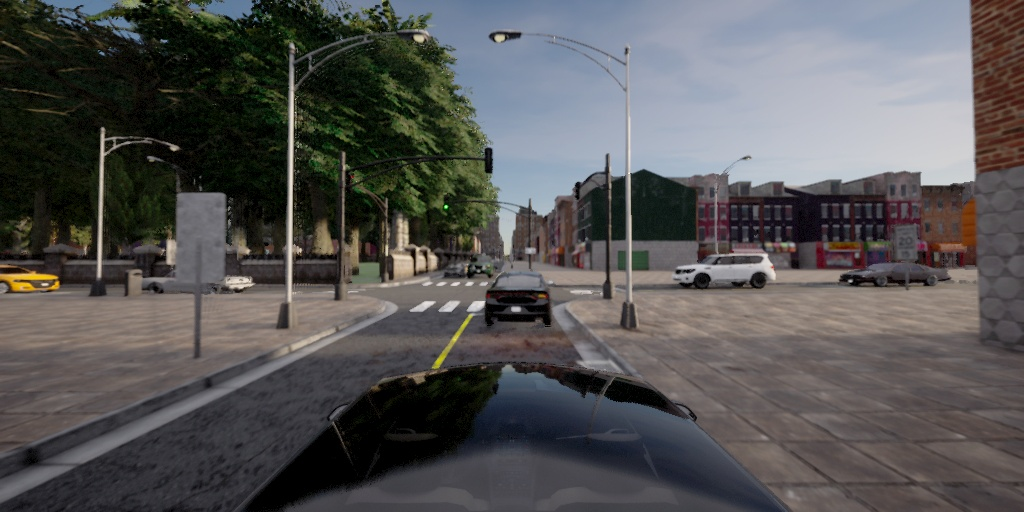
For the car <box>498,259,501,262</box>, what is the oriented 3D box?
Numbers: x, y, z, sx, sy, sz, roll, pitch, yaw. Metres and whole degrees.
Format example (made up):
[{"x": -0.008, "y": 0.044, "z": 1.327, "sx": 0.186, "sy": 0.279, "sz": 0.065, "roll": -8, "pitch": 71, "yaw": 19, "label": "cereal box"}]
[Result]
[{"x": -3.119, "y": 1.317, "z": 54.977, "sx": 2.033, "sy": 1.411, "sz": 5.357, "roll": 0, "pitch": 0, "yaw": 0, "label": "car"}]

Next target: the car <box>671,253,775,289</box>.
[{"x": 12.653, "y": 0.883, "z": 21.616, "sx": 5.566, "sy": 2.045, "sz": 2.150, "roll": -1, "pitch": -1, "yaw": 0, "label": "car"}]

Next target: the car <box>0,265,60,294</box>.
[{"x": -26.540, "y": 1.193, "z": 18.459, "sx": 5.008, "sy": 1.535, "sz": 1.882, "roll": 0, "pitch": -1, "yaw": 0, "label": "car"}]

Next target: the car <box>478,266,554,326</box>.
[{"x": 0.335, "y": 1.220, "z": 11.733, "sx": 1.882, "sy": 1.535, "sz": 5.008, "roll": 0, "pitch": 0, "yaw": 5, "label": "car"}]

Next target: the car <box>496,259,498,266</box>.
[{"x": -3.041, "y": 1.232, "z": 44.311, "sx": 1.882, "sy": 1.535, "sz": 5.008, "roll": 0, "pitch": 0, "yaw": -1, "label": "car"}]

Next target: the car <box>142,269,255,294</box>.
[{"x": -16.160, "y": 1.322, "z": 18.504, "sx": 4.718, "sy": 1.301, "sz": 1.895, "roll": 0, "pitch": -1, "yaw": 0, "label": "car"}]

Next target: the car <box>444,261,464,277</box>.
[{"x": -5.533, "y": 1.297, "z": 34.937, "sx": 2.007, "sy": 1.370, "sz": 4.403, "roll": 0, "pitch": 0, "yaw": 0, "label": "car"}]

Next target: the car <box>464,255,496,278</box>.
[{"x": -2.965, "y": 0.968, "z": 34.127, "sx": 2.150, "sy": 2.045, "sz": 5.566, "roll": 0, "pitch": 0, "yaw": -1, "label": "car"}]

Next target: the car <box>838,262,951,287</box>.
[{"x": 23.039, "y": 1.097, "z": 21.670, "sx": 5.357, "sy": 1.411, "sz": 2.033, "roll": -1, "pitch": -1, "yaw": -1, "label": "car"}]
